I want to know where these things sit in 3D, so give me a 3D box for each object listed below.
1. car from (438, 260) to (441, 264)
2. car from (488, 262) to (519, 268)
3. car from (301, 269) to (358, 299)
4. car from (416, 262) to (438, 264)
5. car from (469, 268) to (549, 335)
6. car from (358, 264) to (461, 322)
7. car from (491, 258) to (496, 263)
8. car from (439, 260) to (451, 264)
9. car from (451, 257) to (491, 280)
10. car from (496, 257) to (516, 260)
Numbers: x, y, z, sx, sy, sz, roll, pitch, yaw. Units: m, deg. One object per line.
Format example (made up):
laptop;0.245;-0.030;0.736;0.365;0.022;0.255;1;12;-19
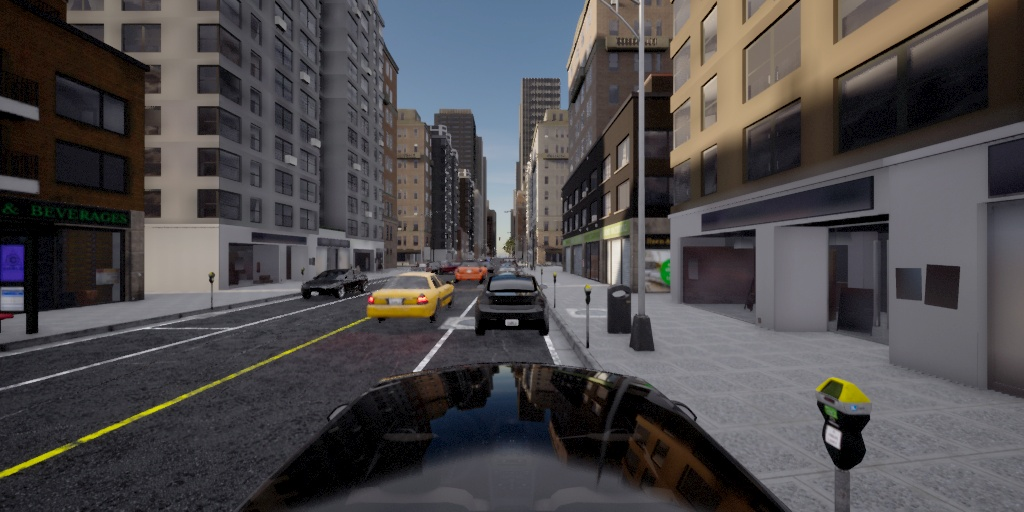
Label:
car;-8.814;1.317;40.303;1.948;1.339;4.313;0;0;0
car;-0.288;1.301;23.738;2.007;1.370;4.403;0;0;0
car;-8.813;1.316;18.202;1.948;1.339;4.313;0;0;0
car;-8.814;1.333;34.778;1.802;1.307;4.207;0;0;0
car;0.000;1.254;10.500;1.837;1.490;4.892;0;0;0
car;-3.145;1.207;12.239;1.801;1.575;5.366;0;0;0
car;-3.063;1.315;42.863;1.994;1.385;4.181;0;0;0
car;-6.222;1.352;38.744;1.895;1.301;4.718;0;0;0
car;-3.064;1.104;27.743;2.097;1.767;4.553;0;0;0
car;-0.288;1.066;40.309;2.192;1.841;5.009;0;0;0
